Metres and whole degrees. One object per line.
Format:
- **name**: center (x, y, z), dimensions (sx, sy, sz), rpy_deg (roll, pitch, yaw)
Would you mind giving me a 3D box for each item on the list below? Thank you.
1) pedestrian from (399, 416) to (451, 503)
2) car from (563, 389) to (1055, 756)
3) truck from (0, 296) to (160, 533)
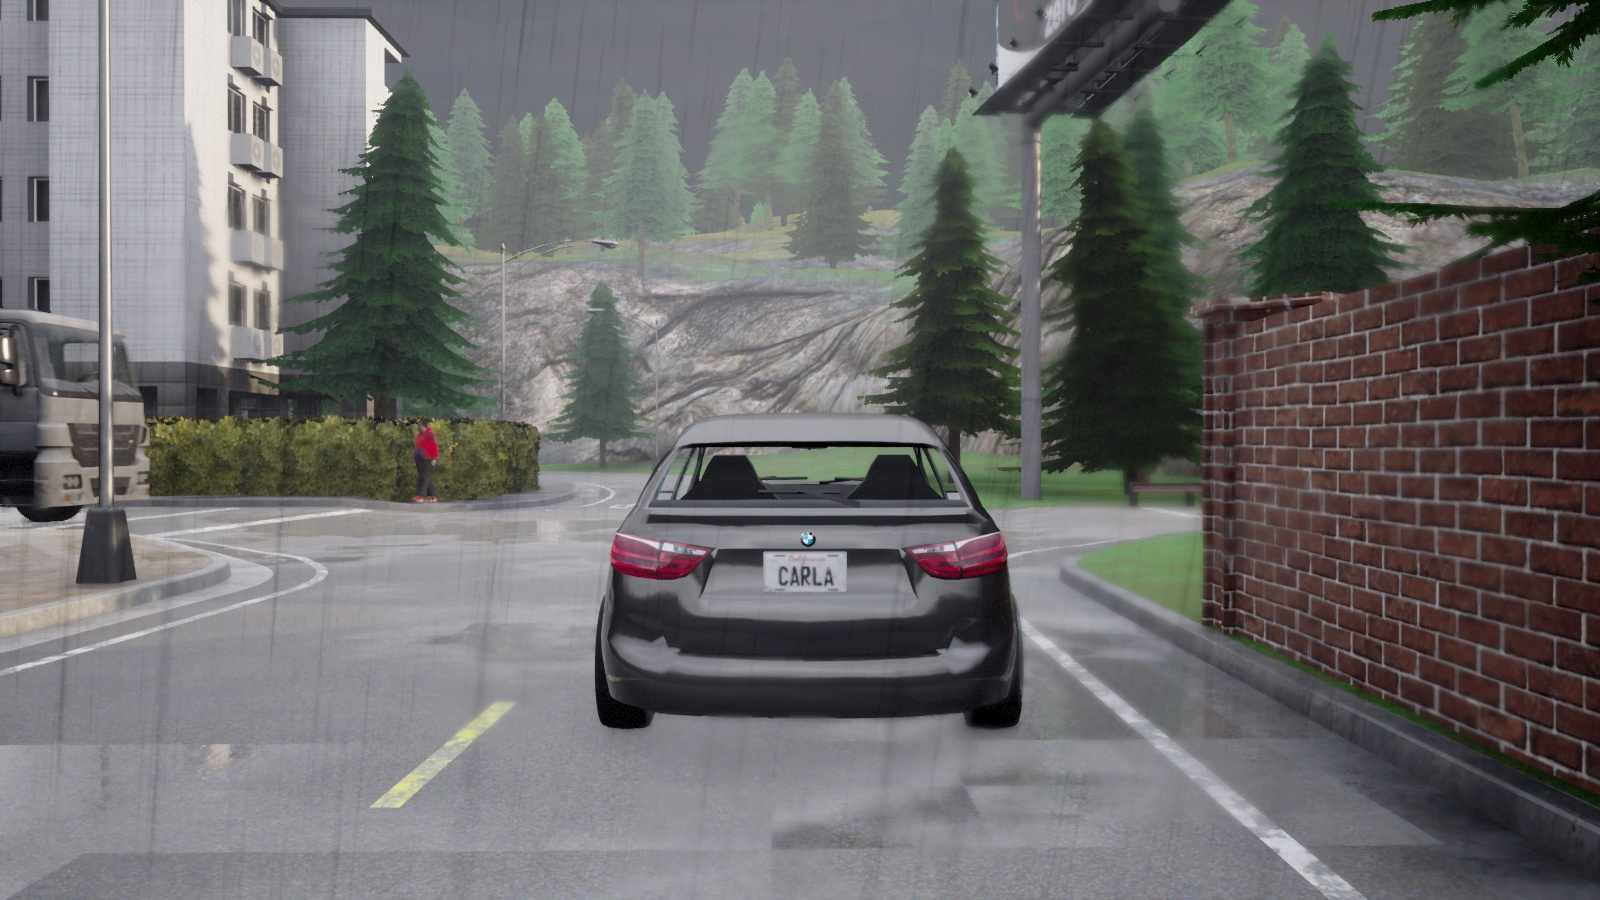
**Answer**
- **pedestrian**: center (-8.136, 0.197, 27.255), dimensions (0.899, 1.844, 0.634), rpy_deg (0, 0, -38)
- **car**: center (0.060, 0.545, 8.027), dimensions (2.242, 1.667, 4.611), rpy_deg (0, 0, 1)
- **truck**: center (-14.775, -0.536, 19.740), dimensions (7.936, 3.462, 2.891), rpy_deg (0, 0, -1)
